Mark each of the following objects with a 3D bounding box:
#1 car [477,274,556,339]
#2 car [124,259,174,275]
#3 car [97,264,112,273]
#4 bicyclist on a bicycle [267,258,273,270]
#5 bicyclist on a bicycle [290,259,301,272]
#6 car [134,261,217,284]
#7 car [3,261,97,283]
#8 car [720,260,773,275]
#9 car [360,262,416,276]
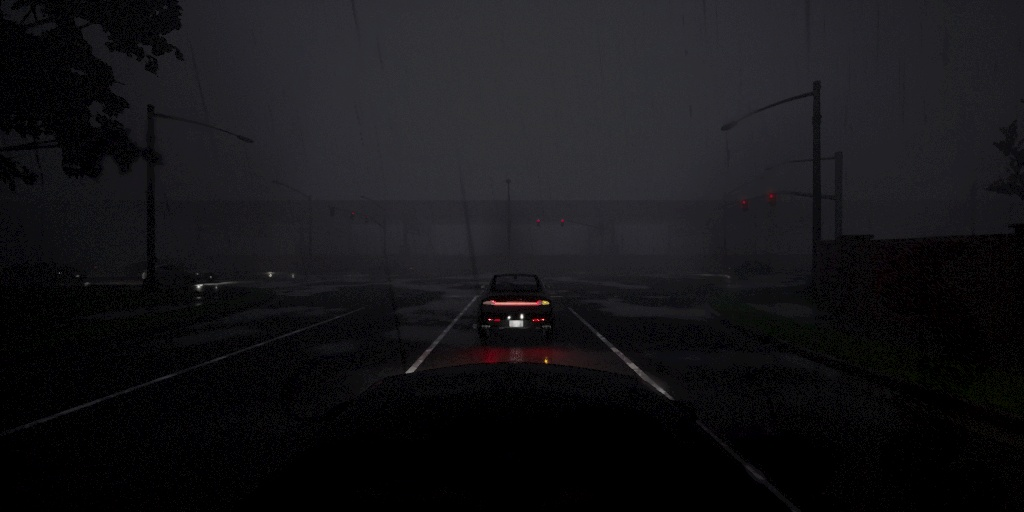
[{"bbox_3d":[0.099,1.242,10.137,2.128,1.511,4.902,0,0,0],"label":"car"},{"bbox_3d":[-37.765,1.102,37.726,4.553,1.767,2.097,0,0,2],"label":"car"},{"bbox_3d":[-49.647,1.297,41.451,5.357,1.411,2.033,0,0,2],"label":"car"},{"bbox_3d":[-31.583,1.050,46.803,0.582,1.620,1.656,0,0,-33],"label":"bicyclist on a bicycle"},{"bbox_3d":[-27.031,1.203,44.712,0.582,1.620,1.656,0,0,14],"label":"bicyclist on a bicycle"},{"bbox_3d":[-24.683,1.276,26.673,4.674,1.442,1.812,0,0,2],"label":"car"},{"bbox_3d":[-35.056,1.241,26.999,4.902,1.511,2.128,0,0,2],"label":"car"},{"bbox_3d":[23.514,1.140,36.059,4.674,1.442,1.812,-1,0,2],"label":"car"},{"bbox_3d":[-12.708,1.298,37.043,5.357,1.411,2.033,0,0,2],"label":"car"}]
